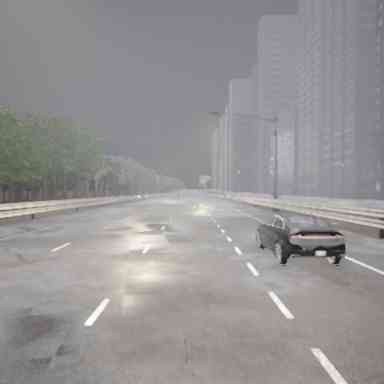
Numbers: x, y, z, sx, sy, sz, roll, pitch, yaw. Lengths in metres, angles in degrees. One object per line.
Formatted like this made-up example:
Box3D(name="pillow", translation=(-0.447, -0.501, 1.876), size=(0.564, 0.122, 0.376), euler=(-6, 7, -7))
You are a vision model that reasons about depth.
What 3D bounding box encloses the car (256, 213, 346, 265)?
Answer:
Box3D(name="car", translation=(3.505, 1.466, 11.522), size=(2.128, 1.511, 4.902), euler=(0, 0, 0))
